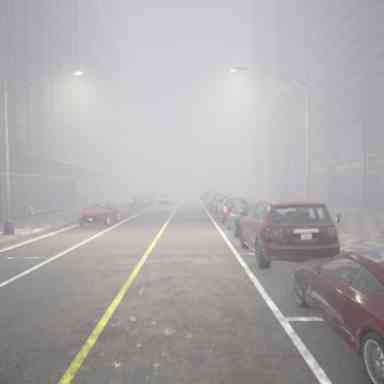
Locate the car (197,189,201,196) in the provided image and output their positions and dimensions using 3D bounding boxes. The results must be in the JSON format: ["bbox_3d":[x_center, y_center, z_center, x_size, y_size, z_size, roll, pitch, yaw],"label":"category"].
[{"bbox_3d":[2.413,0.612,60.742,1.887,1.381,4.507,-1,1,0],"label":"car"}]

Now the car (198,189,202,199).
[{"bbox_3d":[2.448,0.693,55.140,1.887,1.381,4.507,-1,1,0],"label":"car"}]

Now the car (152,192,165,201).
[{"bbox_3d":[-6.110,0.759,60.682,1.887,1.381,4.507,-1,1,0],"label":"car"}]

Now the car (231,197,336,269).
[{"bbox_3d":[2.721,1.113,10.328,2.192,1.841,5.009,-1,1,0],"label":"car"}]

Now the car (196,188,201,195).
[{"bbox_3d":[2.377,0.426,66.341,1.967,1.590,4.097,-1,1,0],"label":"car"}]

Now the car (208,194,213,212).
[{"bbox_3d":[2.622,1.120,27.135,1.947,1.339,4.313,-1,1,0],"label":"car"}]

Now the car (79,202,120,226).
[{"bbox_3d":[-5.868,1.327,21.472,1.887,1.381,4.507,-1,1,0],"label":"car"}]

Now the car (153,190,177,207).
[{"bbox_3d":[-3.222,0.935,40.613,1.882,1.535,5.008,-1,1,0],"label":"car"}]

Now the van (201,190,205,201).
[{"bbox_3d":[2.513,0.651,43.935,1.690,1.788,3.998,-1,1,0],"label":"van"}]

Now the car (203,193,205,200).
[{"bbox_3d":[2.553,0.973,38.338,1.802,1.307,4.206,-1,1,0],"label":"car"}]

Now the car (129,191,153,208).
[{"bbox_3d":[-5.974,0.979,38.275,1.967,1.590,4.097,-1,1,0],"label":"car"}]

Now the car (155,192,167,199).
[{"bbox_3d":[-6.145,0.678,66.283,1.887,1.381,4.507,-1,1,0],"label":"car"}]

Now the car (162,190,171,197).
[{"bbox_3d":[-6.251,0.331,83.087,1.967,1.590,4.097,-1,1,0],"label":"car"}]

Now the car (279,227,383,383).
[{"bbox_3d":[2.761,1.462,4.732,1.802,1.307,4.206,-1,1,0],"label":"car"}]

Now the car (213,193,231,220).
[{"bbox_3d":[2.654,1.075,21.532,1.967,1.590,4.097,-1,1,0],"label":"car"}]

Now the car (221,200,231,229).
[{"bbox_3d":[2.691,1.282,15.933,1.947,1.339,4.313,-1,1,0],"label":"car"}]

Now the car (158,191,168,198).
[{"bbox_3d":[-6.179,0.580,71.715,1.752,1.417,4.829,-1,1,0],"label":"car"}]

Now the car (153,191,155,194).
[{"bbox_3d":[-6.006,1.003,43.877,1.887,1.381,4.507,-1,1,0],"label":"car"}]

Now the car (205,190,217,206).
[{"bbox_3d":[2.585,0.913,32.734,1.967,1.590,4.097,-1,1,0],"label":"car"}]

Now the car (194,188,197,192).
[{"bbox_3d":[2.240,0.207,88.747,1.887,1.381,4.507,-1,1,0],"label":"car"}]
